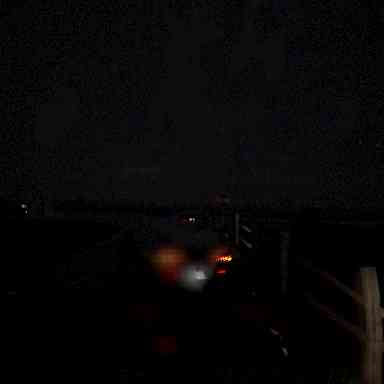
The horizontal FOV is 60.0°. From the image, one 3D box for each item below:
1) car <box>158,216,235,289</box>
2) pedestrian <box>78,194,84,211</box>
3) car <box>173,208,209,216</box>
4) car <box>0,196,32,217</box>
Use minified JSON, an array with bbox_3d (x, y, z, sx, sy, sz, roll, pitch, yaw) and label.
[{"bbox_3d":[0.099,1.614,9.301,1.812,1.442,4.674,0,0,0],"label":"car"},{"bbox_3d":[-12.042,1.147,35.985,0.375,1.860,0.375,0,0,0],"label":"pedestrian"},{"bbox_3d":[-0.023,1.693,19.655,1.837,1.490,4.892,0,-1,-1],"label":"car"},{"bbox_3d":[-16.622,1.210,30.046,4.553,1.767,2.097,2,2,0],"label":"car"}]
